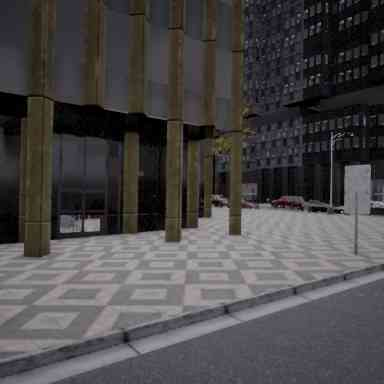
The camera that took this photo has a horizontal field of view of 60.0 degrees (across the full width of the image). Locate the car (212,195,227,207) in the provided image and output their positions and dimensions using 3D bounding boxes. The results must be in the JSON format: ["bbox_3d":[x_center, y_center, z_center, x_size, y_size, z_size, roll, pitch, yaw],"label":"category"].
[{"bbox_3d":[3.622,1.311,47.323,2.192,1.841,5.009,1,-1,-35],"label":"car"}]

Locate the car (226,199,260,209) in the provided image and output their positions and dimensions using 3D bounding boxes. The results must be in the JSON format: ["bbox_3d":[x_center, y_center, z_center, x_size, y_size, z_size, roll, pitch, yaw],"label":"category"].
[{"bbox_3d":[6.807,1.570,42.823,1.802,1.307,4.206,1,-1,-35],"label":"car"}]

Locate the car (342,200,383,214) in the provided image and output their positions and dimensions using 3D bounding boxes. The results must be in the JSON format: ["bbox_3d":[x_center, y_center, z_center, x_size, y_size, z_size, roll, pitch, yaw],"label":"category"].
[{"bbox_3d":[20.134,1.708,38.767,2.008,1.369,4.403,1,-1,-35],"label":"car"}]

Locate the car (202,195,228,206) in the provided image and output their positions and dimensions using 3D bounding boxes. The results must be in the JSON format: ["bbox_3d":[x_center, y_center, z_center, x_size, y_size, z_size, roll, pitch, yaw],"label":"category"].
[{"bbox_3d":[4.192,1.511,61.253,2.192,1.841,5.009,1,-1,-35],"label":"car"}]

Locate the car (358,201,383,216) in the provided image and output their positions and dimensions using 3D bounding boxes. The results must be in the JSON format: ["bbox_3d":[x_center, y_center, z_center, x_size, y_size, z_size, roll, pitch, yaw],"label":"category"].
[{"bbox_3d":[16.375,1.517,29.333,2.008,1.369,4.403,1,-1,-35],"label":"car"}]

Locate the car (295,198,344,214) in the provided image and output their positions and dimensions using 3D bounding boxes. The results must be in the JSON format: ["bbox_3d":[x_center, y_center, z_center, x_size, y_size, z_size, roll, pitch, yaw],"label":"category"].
[{"bbox_3d":[13.186,1.539,33.829,1.947,1.339,4.313,1,-1,-35],"label":"car"}]

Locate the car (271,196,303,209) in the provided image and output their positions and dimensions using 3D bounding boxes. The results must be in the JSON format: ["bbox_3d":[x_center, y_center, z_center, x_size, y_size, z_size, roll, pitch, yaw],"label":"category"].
[{"bbox_3d":[13.759,1.487,47.763,2.192,1.841,5.009,1,-1,-35],"label":"car"}]
